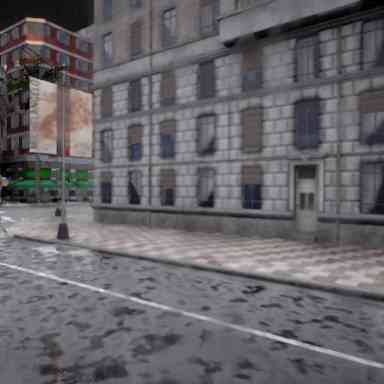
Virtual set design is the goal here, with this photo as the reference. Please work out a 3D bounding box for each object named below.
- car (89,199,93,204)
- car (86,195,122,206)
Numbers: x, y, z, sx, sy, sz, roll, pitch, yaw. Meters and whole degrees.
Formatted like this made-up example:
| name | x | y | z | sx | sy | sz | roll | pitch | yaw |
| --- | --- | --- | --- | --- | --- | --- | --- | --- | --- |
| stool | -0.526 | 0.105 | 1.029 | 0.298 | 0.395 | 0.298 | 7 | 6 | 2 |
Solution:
| name | x | y | z | sx | sy | sz | roll | pitch | yaw |
| --- | --- | --- | --- | --- | --- | --- | --- | --- | --- |
| car | -11.626 | 1.306 | 44.685 | 1.994 | 1.385 | 4.181 | 1 | 0 | 36 |
| car | -12.831 | 1.195 | 48.967 | 1.882 | 1.535 | 5.008 | 0 | 0 | 37 |
